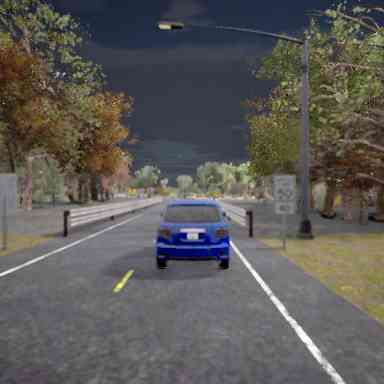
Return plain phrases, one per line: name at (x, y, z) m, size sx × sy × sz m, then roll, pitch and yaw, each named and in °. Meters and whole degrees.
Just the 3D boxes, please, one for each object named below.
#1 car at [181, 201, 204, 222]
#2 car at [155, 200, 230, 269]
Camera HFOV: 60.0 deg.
car at (0.063, 1.583, 28.836) m, size 1.882 × 1.535 × 5.008 m, roll 0°, pitch 0°, yaw 0°
car at (0.040, 1.266, 11.506) m, size 2.150 × 2.045 × 5.566 m, roll 0°, pitch 0°, yaw 0°
